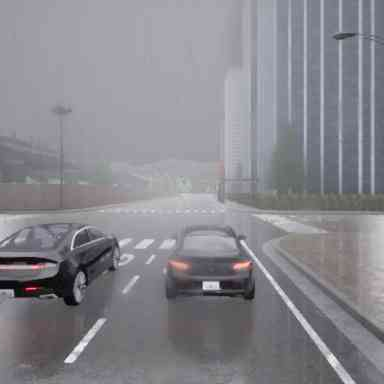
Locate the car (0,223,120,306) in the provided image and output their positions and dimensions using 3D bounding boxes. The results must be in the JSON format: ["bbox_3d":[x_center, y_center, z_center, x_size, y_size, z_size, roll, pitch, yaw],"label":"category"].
[{"bbox_3d":[-3.086,1.490,8.022,2.128,1.511,4.902,0,0,1],"label":"car"}]

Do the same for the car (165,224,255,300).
[{"bbox_3d":[0.409,1.524,8.292,1.812,1.442,4.674,0,0,2],"label":"car"}]
